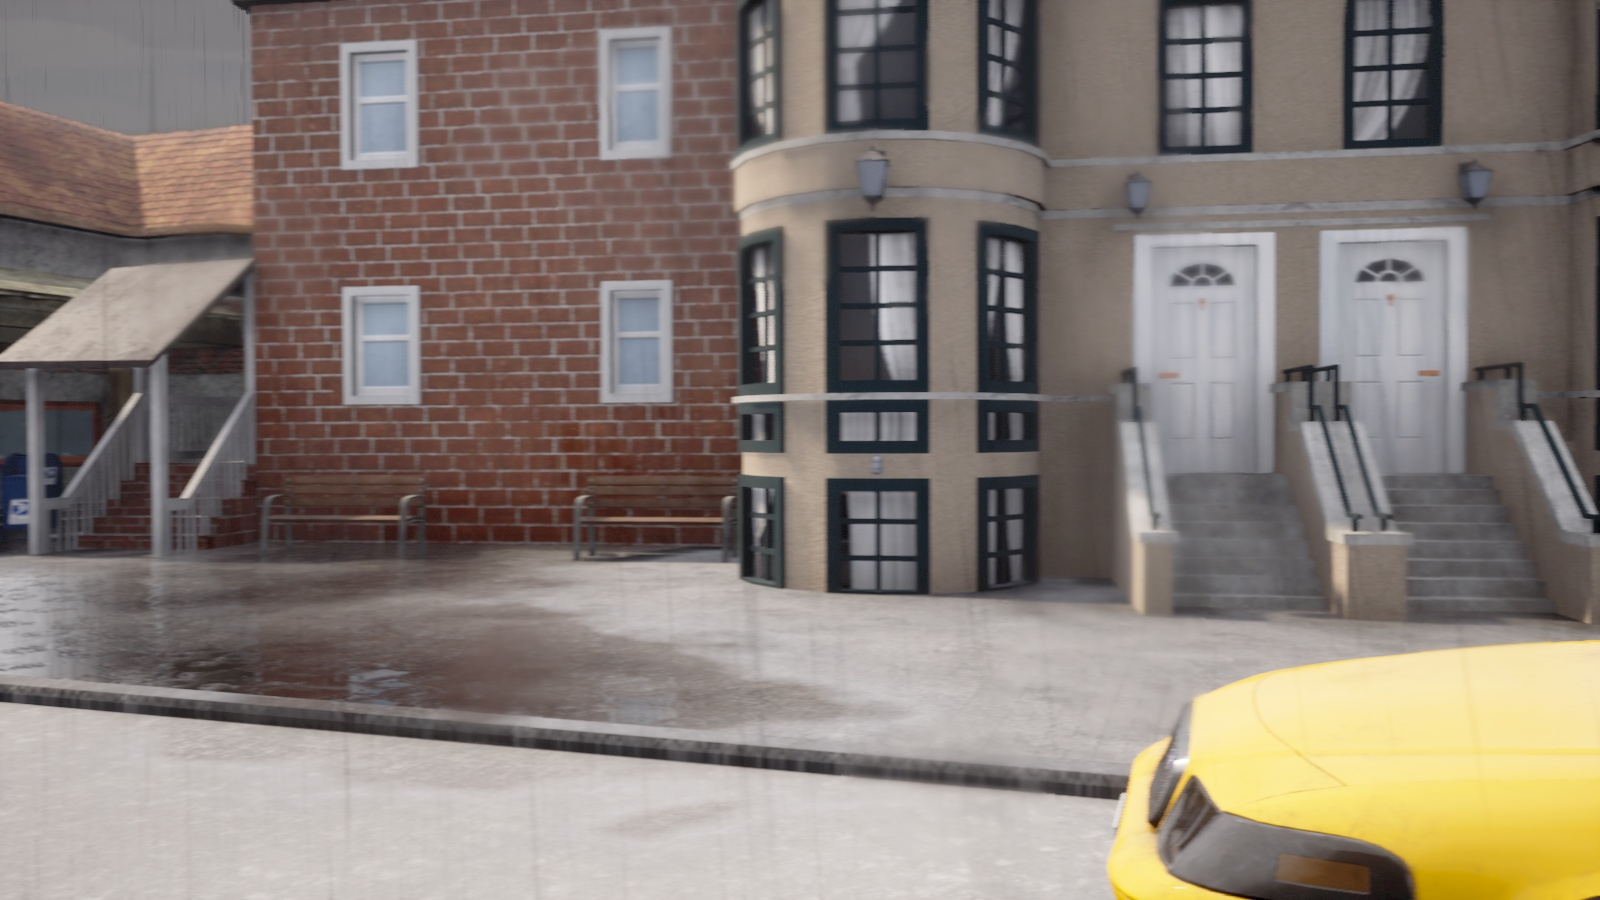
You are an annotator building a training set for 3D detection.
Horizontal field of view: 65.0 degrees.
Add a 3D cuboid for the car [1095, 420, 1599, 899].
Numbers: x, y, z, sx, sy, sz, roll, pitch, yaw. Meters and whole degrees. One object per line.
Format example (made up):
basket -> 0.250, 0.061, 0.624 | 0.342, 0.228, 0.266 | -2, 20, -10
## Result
car -> 3.434, 0.738, 2.564 | 5.366, 1.575, 1.801 | 1, 1, 19
